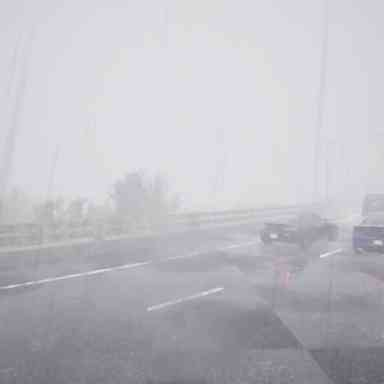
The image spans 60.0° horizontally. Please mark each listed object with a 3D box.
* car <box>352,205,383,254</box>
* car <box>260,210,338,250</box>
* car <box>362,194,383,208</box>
[{"bbox_3d":[7.597,1.451,12.376,1.882,1.535,5.008,0,0,43],"label":"car"},{"bbox_3d":[4.681,1.505,14.360,1.812,1.442,4.674,0,0,43],"label":"car"},{"bbox_3d":[16.997,1.159,30.443,2.150,2.045,5.566,0,0,33],"label":"car"}]
